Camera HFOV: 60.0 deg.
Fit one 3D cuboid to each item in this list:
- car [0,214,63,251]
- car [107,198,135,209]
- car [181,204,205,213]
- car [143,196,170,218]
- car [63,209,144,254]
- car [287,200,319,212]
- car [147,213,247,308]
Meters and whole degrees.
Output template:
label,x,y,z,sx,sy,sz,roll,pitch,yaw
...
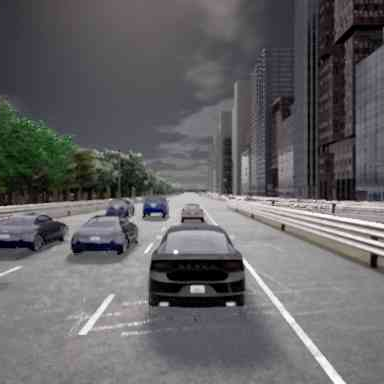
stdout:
label,x,y,z,sx,sy,sz,roll,pitch,yaw
car,-6.919,1.626,14.325,1.994,1.385,4.181,0,0,0
car,-6.953,1.494,32.874,2.097,1.767,4.553,0,0,0
car,0.056,1.657,27.023,2.033,1.411,5.357,0,0,0
car,-3.451,1.358,32.390,2.150,2.045,5.566,0,0,0
car,-3.418,1.620,13.729,1.994,1.385,4.181,0,0,0
car,13.997,1.757,42.180,2.163,1.488,4.792,0,0,-17
car,0.091,1.508,8.119,1.882,1.535,5.008,0,0,0
